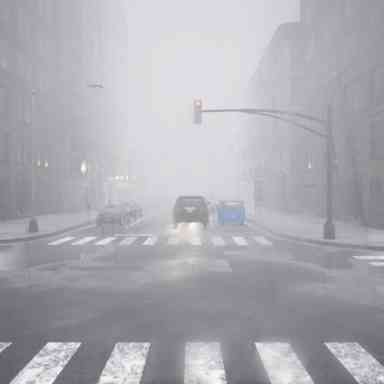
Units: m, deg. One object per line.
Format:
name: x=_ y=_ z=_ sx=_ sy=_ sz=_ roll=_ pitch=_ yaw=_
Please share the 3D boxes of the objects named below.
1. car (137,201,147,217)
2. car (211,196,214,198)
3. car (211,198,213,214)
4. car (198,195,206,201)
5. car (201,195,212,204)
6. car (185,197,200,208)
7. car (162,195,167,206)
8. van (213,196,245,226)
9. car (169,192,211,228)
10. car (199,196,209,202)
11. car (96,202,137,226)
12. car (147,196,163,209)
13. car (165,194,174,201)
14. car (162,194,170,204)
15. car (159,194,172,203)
car: x=-5.383 y=1.543 z=28.848 sx=1.887 sy=1.381 sz=4.507 roll=0 pitch=0 yaw=0
car: x=2.645 y=1.576 z=45.899 sx=1.802 sy=1.307 sz=4.206 roll=0 pitch=0 yaw=0
car: x=2.643 y=1.580 z=34.536 sx=1.802 sy=1.307 sz=4.206 roll=0 pitch=0 yaw=0
car: x=2.652 y=1.531 z=85.668 sx=1.947 sy=1.339 sz=4.313 roll=0 pitch=0 yaw=0
car: x=2.648 y=1.422 z=62.943 sx=1.967 sy=1.590 sz=4.097 roll=0 pitch=0 yaw=0
car: x=0.107 y=1.484 z=48.588 sx=2.128 sy=1.511 sz=4.902 roll=0 pitch=0 yaw=0
car: x=-5.379 y=1.556 z=51.576 sx=1.947 sy=1.339 sz=4.313 roll=0 pitch=0 yaw=0
van: x=2.641 y=1.340 z=23.174 sx=1.690 sy=1.788 sz=3.998 roll=0 pitch=0 yaw=0
car: x=-0.030 y=1.220 z=22.052 sx=2.150 sy=2.045 sz=5.566 roll=0 pitch=0 yaw=2
car: x=2.650 y=1.524 z=74.305 sx=2.008 sy=1.369 sz=4.403 roll=0 pitch=0 yaw=0
car: x=-5.384 y=1.549 z=23.166 sx=2.008 sy=1.369 sz=4.403 roll=0 pitch=0 yaw=0
car: x=-5.380 y=1.519 z=45.724 sx=1.752 sy=1.417 sz=4.829 roll=0 pitch=0 yaw=0
car: x=-5.374 y=1.409 z=79.985 sx=1.967 sy=1.590 sz=4.097 roll=0 pitch=0 yaw=0
car: x=-5.377 y=1.547 z=62.939 sx=1.947 sy=1.339 sz=4.313 roll=0 pitch=0 yaw=0
car: x=-5.376 y=1.292 z=68.621 sx=2.192 sy=1.841 sz=5.009 roll=0 pitch=0 yaw=0
